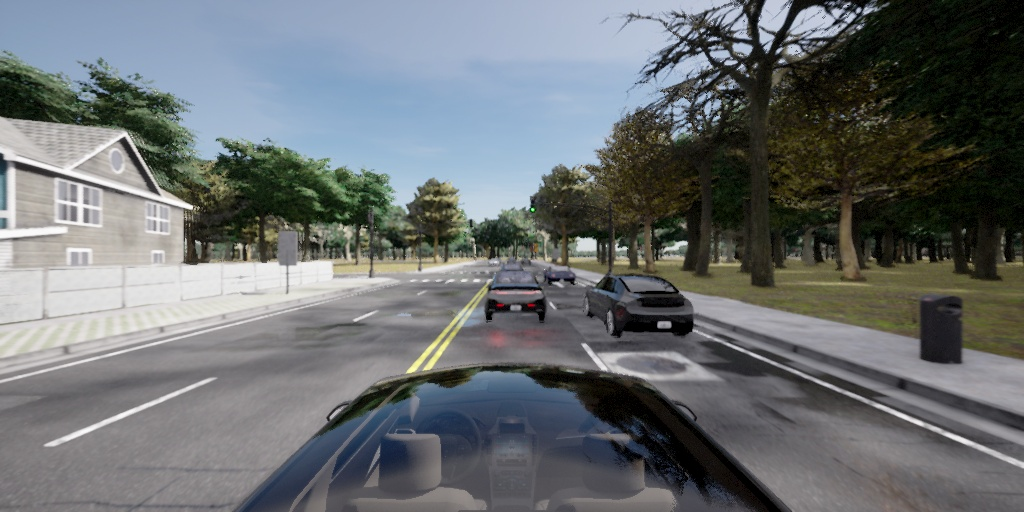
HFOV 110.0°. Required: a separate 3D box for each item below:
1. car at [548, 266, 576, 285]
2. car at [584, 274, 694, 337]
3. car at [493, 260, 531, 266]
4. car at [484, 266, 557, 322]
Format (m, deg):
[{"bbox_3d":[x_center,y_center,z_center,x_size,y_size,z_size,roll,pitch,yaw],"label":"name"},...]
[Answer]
[{"bbox_3d":[3.346,1.347,26.147,1.895,1.301,4.718,0,0,0],"label":"car"},{"bbox_3d":[3.349,1.255,10.305,1.837,1.490,4.892,0,0,0],"label":"car"},{"bbox_3d":[-0.094,1.238,25.684,2.128,1.511,4.902,0,0,-3],"label":"car"},{"bbox_3d":[0.099,1.237,12.323,2.128,1.511,4.902,0,0,0],"label":"car"}]
